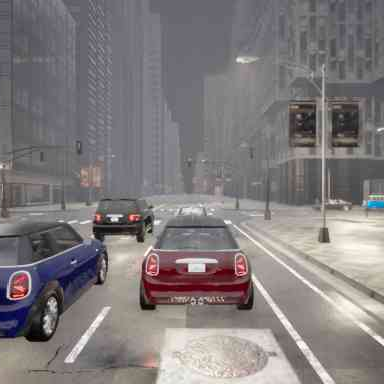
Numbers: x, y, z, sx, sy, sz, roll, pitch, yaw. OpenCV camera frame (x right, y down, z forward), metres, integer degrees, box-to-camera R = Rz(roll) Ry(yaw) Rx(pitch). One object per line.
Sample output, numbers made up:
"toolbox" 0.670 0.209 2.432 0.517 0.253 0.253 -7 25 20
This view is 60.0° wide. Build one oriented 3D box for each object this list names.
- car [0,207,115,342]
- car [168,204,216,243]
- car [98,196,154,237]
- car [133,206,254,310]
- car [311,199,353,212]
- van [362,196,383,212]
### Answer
"car" -3.166 1.352 6.640 2.097 1.767 4.553 0 0 0
"car" 0.050 1.491 17.147 2.128 1.511 4.902 0 0 2
"car" -3.188 1.222 16.352 2.150 2.045 5.566 0 0 0
"car" 0.081 1.352 7.960 2.097 1.767 4.553 0 0 0
"car" 15.789 1.513 37.567 4.403 1.369 2.008 0 0 0
"van" 21.407 1.292 37.556 3.998 1.788 1.690 0 0 0
